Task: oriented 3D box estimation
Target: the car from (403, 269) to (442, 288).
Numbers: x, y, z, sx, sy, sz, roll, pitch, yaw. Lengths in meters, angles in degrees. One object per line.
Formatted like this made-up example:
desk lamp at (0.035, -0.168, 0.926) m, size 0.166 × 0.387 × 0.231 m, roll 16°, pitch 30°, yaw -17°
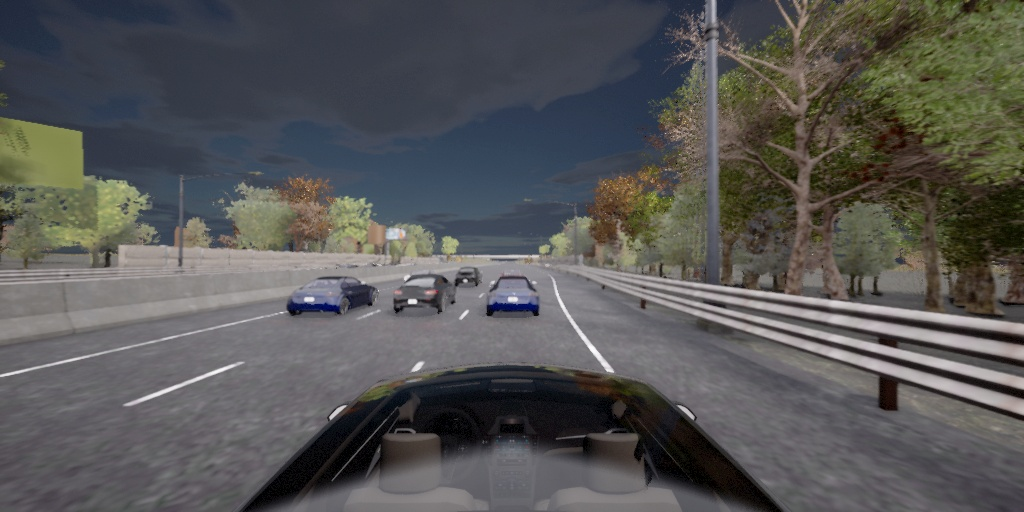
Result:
car at (-6.960, 1.715, 28.503) m, size 1.895 × 1.301 × 4.718 m, roll 0°, pitch -1°, yaw 0°

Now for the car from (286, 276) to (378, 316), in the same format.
car at (-6.953, 1.484, 14.340) m, size 1.994 × 1.385 × 4.181 m, roll 0°, pitch -1°, yaw 1°

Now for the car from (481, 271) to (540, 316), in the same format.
car at (0.049, 1.484, 14.362) m, size 1.994 × 1.385 × 4.181 m, roll 0°, pitch -1°, yaw 0°

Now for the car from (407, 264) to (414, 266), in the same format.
car at (-17.521, 2.146, 61.953) m, size 2.033 × 1.411 × 5.357 m, roll 0°, pitch -1°, yaw 1°

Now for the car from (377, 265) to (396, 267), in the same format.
car at (-21.018, 2.196, 61.785) m, size 1.895 × 1.301 × 4.718 m, roll 0°, pitch -1°, yaw 0°

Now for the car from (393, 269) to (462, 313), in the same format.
car at (-3.449, 1.451, 14.788) m, size 1.812 × 1.442 × 4.674 m, roll 0°, pitch -1°, yaw 0°

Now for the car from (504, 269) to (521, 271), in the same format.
car at (0.040, 1.715, 28.504) m, size 1.895 × 1.301 × 4.718 m, roll 0°, pitch -1°, yaw 0°

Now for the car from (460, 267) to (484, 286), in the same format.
car at (-3.454, 1.629, 29.134) m, size 1.837 × 1.490 × 4.892 m, roll 0°, pitch 0°, yaw 0°
